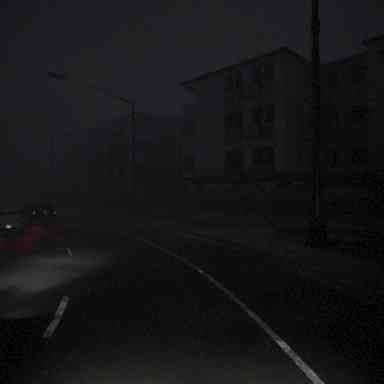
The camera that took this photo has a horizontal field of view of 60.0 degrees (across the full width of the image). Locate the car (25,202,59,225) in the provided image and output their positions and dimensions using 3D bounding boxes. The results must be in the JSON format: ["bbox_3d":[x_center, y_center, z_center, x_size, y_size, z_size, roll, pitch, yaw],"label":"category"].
[{"bbox_3d":[-12.255,1.578,26.176,2.097,1.767,4.553,0,0,-41],"label":"car"}]

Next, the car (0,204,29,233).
[{"bbox_3d":[-11.644,1.718,20.267,1.812,1.442,4.674,0,-1,-39],"label":"car"}]
